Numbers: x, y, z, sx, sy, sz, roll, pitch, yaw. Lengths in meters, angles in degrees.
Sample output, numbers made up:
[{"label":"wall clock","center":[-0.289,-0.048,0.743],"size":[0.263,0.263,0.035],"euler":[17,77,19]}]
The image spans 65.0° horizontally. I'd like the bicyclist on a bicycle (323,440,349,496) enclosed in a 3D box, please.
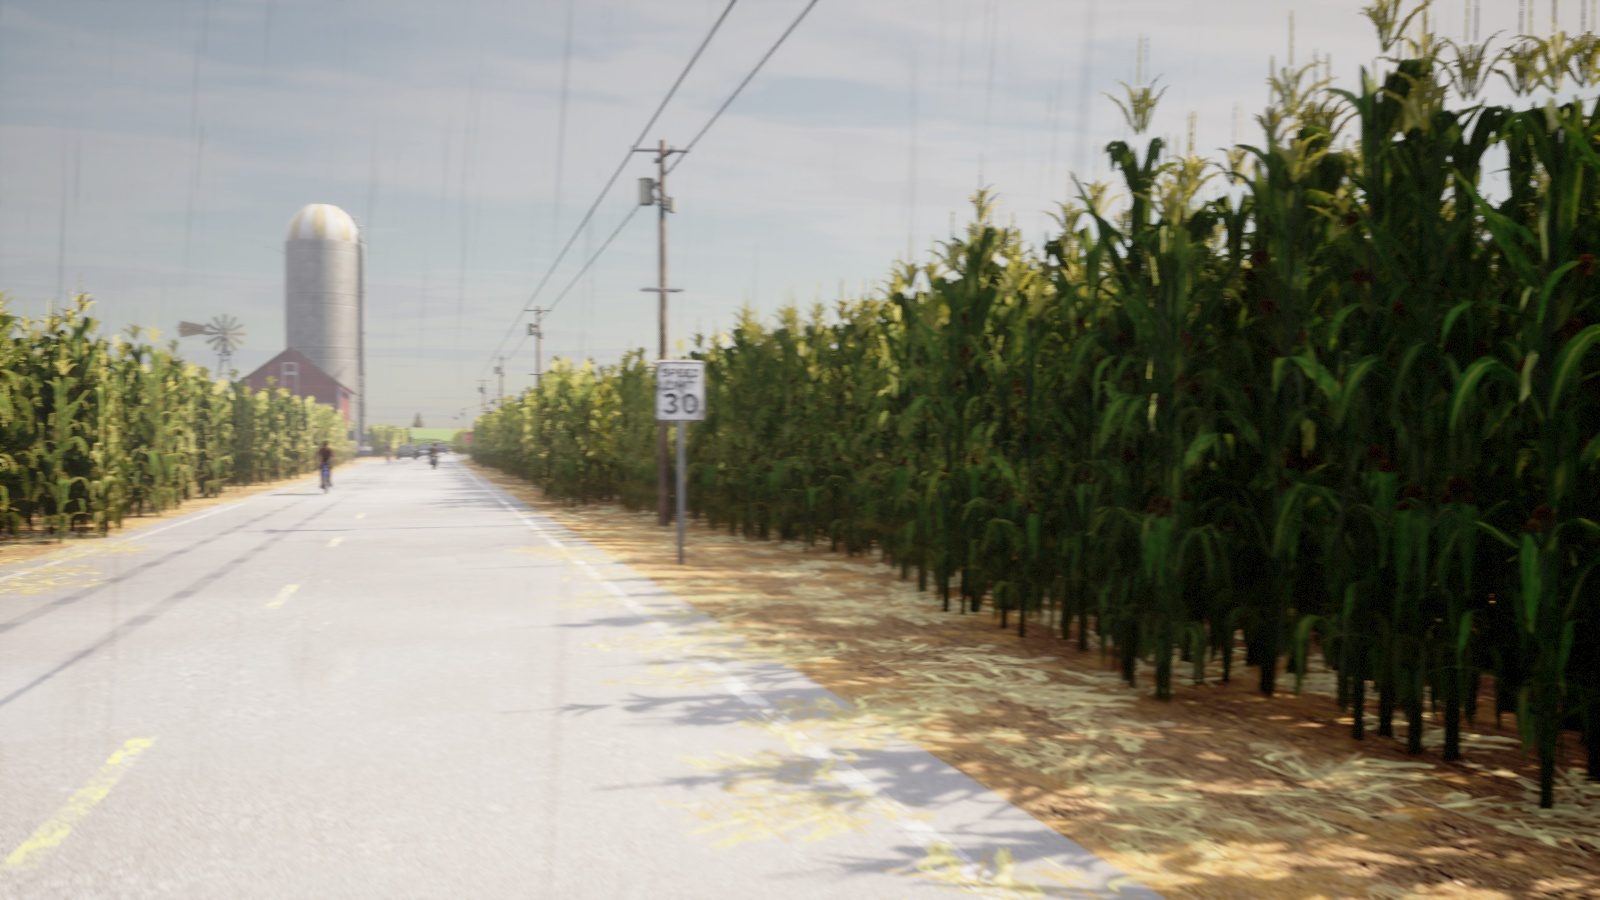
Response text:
[{"label":"bicyclist on a bicycle","center":[-13.865,0.525,37.531],"size":[0.582,1.620,1.656],"euler":[0,1,-16]}]
